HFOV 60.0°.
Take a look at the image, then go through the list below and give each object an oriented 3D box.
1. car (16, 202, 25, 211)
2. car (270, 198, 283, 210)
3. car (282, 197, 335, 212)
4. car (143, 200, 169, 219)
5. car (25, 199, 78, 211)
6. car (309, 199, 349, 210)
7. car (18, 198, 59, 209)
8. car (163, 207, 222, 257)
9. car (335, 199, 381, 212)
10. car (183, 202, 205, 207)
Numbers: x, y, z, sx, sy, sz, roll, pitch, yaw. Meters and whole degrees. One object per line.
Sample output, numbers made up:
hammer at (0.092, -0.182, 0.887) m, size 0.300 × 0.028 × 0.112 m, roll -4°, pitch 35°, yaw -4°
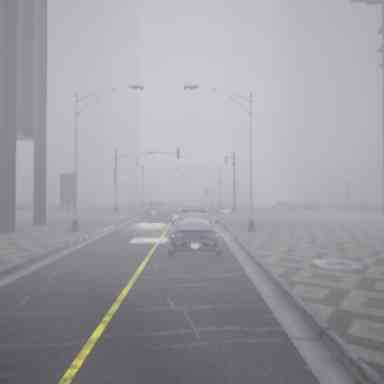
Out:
car at (-20.057, 1.390, 35.220) m, size 4.507 × 1.381 × 1.887 m, roll 0°, pitch -1°, yaw 0°
car at (12.336, 1.495, 43.851) m, size 4.097 × 1.590 × 1.967 m, roll 0°, pitch -1°, yaw 0°
car at (12.334, 1.490, 35.325) m, size 4.403 × 1.369 × 2.008 m, roll 0°, pitch -1°, yaw 0°
car at (-2.997, 1.461, 28.537) m, size 2.128 × 1.511 × 4.902 m, roll 0°, pitch 0°, yaw 0°
car at (-14.586, 1.383, 35.238) m, size 4.829 × 1.417 × 1.752 m, roll 0°, pitch -1°, yaw 0°
car at (18.006, 1.627, 43.868) m, size 4.403 × 1.369 × 2.008 m, roll 0°, pitch -1°, yaw 0°
car at (-20.155, 1.512, 43.744) m, size 4.403 × 1.369 × 2.008 m, roll 0°, pitch -1°, yaw 0°
car at (0.103, 1.509, 12.710) m, size 1.812 × 1.442 × 4.674 m, roll 0°, pitch 0°, yaw 0°
car at (18.004, 1.526, 35.344) m, size 4.313 × 1.339 × 1.947 m, roll 0°, pitch -1°, yaw 0°
car at (0.102, 1.447, 23.203) m, size 1.882 × 1.535 × 5.008 m, roll 0°, pitch 0°, yaw 0°
